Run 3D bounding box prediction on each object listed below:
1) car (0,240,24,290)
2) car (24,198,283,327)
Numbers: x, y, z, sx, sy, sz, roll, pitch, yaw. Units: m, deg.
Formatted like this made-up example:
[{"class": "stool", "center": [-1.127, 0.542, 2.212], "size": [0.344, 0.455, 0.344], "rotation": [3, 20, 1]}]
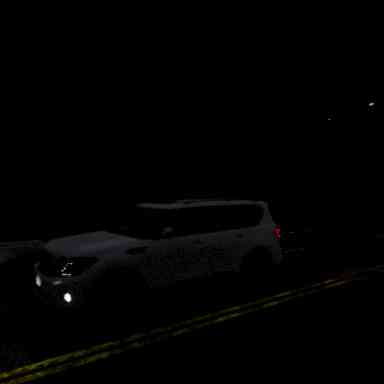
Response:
[{"class": "car", "center": [-3.401, 1.575, 9.218], "size": [4.718, 1.301, 1.895], "rotation": [-1, 0, -35]}, {"class": "car", "center": [-0.396, 1.184, 7.355], "size": [5.566, 2.045, 2.150], "rotation": [0, 0, -35]}]
